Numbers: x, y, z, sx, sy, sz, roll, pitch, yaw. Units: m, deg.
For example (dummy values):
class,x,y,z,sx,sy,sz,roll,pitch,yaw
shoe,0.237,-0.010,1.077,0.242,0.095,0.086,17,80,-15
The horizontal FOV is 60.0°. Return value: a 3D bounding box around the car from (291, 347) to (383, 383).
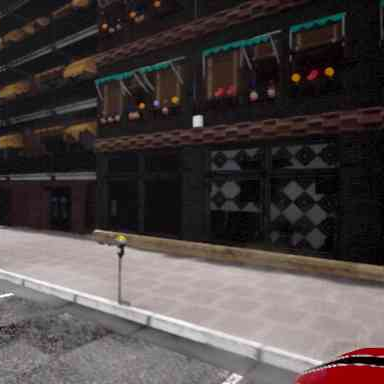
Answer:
class,x,y,z,sx,sy,sz,roll,pitch,yaw
car,2.198,1.442,1.291,4.097,1.590,1.967,0,1,36
